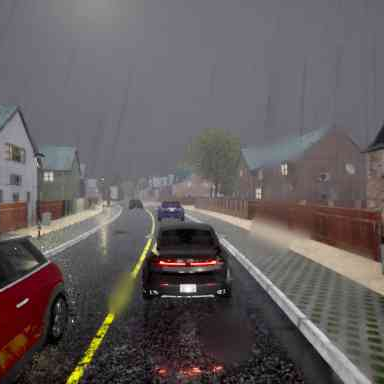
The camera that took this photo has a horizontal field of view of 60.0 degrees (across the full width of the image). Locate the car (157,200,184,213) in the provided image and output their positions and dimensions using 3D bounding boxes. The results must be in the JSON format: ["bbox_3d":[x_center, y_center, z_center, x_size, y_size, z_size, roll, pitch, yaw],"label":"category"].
[{"bbox_3d":[-1.847,1.435,27.957,2.097,1.767,4.553,0,0,-7],"label":"car"}]

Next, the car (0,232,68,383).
[{"bbox_3d":[-2.954,1.353,3.314,2.097,1.767,4.553,0,0,-1],"label":"car"}]

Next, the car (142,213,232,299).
[{"bbox_3d":[-0.161,1.516,8.498,1.837,1.490,4.892,0,0,-2],"label":"car"}]

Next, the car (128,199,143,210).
[{"bbox_3d":[-7.919,1.725,46.606,1.882,1.535,5.008,0,0,-12],"label":"car"}]
